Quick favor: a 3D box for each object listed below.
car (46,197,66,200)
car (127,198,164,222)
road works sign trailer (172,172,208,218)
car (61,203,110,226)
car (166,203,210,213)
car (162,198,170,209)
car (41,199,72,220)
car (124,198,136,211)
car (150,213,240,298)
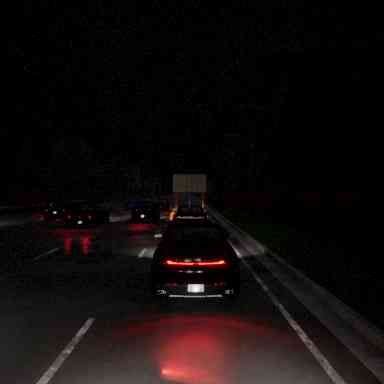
[{"bbox_3d":[-14.155,1.352,35.364,2.097,1.767,4.553,0,0,0],"label":"car"},{"bbox_3d":[-3.584,1.502,26.427,1.837,1.490,4.892,0,-1,0],"label":"car"},{"bbox_3d":[-0.170,0.464,22.740,2.380,3.560,2.880,0,0,-3],"label":"road works sign trailer"},{"bbox_3d":[-7.057,1.601,23.072,1.895,1.301,4.718,0,0,0],"label":"car"},{"bbox_3d":[-0.049,1.488,18.870,2.128,1.511,4.902,0,0,1],"label":"car"},{"bbox_3d":[-3.703,1.525,41.335,1.812,1.442,4.674,0,0,-1],"label":"car"},{"bbox_3d":[-10.594,1.564,27.678,1.994,1.385,4.181,0,0,0],"label":"car"},{"bbox_3d":[-7.209,1.478,41.715,1.882,1.535,5.008,0,-1,0],"label":"car"},{"bbox_3d":[0.053,1.505,8.482,1.837,1.490,4.892,0,0,0],"label":"car"}]
